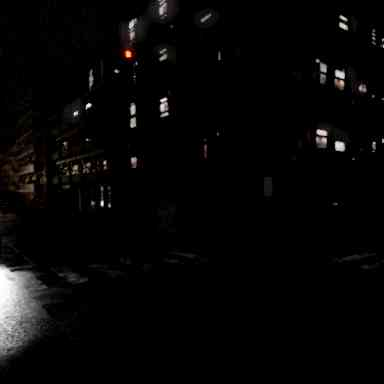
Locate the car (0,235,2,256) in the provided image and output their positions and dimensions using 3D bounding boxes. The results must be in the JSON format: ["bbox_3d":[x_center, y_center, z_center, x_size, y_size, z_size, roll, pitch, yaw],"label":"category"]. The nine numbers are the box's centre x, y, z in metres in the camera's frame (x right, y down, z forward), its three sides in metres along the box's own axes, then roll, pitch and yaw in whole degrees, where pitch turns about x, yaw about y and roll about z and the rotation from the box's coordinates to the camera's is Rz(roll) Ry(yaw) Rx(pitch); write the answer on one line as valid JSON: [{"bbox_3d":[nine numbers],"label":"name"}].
[{"bbox_3d":[-8.928,1.828,13.387,1.895,1.301,4.718,-1,0,-36],"label":"car"}]

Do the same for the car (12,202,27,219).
[{"bbox_3d":[-17.479,2.061,35.215,1.802,1.307,4.206,-2,0,-36],"label":"car"}]

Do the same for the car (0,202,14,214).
[{"bbox_3d":[-24.070,2.084,44.197,1.967,1.590,4.097,-2,0,-36],"label":"car"}]

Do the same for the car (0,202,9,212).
[{"bbox_3d":[-30.595,2.389,53.220,1.802,1.307,4.206,-2,0,-36],"label":"car"}]

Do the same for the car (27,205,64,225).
[{"bbox_3d":[-12.226,1.788,28.029,1.967,1.590,4.097,-2,0,-36],"label":"car"}]
